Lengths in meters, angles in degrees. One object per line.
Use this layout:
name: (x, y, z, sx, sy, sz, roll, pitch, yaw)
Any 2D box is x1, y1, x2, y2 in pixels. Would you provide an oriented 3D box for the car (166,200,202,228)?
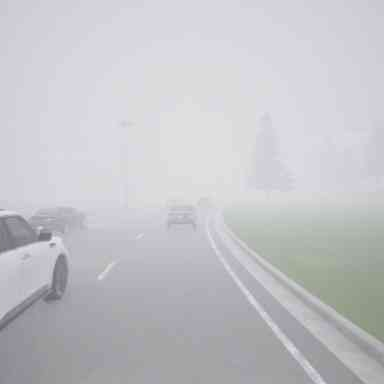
car: (-0.571, 1.484, 21.782, 2.033, 1.411, 5.357, -1, 0, 2)

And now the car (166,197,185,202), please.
car: (-1.984, 1.369, 42.832, 1.882, 1.535, 5.008, -1, 0, 9)

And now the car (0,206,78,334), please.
car: (-3.672, 1.268, 5.147, 2.150, 2.045, 5.566, -1, 0, -5)

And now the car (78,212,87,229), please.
car: (-7.629, 1.574, 19.306, 1.837, 1.490, 4.892, -1, 0, 1)

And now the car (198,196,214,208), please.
car: (1.730, 1.327, 43.820, 1.837, 1.490, 4.892, -1, 0, 10)
